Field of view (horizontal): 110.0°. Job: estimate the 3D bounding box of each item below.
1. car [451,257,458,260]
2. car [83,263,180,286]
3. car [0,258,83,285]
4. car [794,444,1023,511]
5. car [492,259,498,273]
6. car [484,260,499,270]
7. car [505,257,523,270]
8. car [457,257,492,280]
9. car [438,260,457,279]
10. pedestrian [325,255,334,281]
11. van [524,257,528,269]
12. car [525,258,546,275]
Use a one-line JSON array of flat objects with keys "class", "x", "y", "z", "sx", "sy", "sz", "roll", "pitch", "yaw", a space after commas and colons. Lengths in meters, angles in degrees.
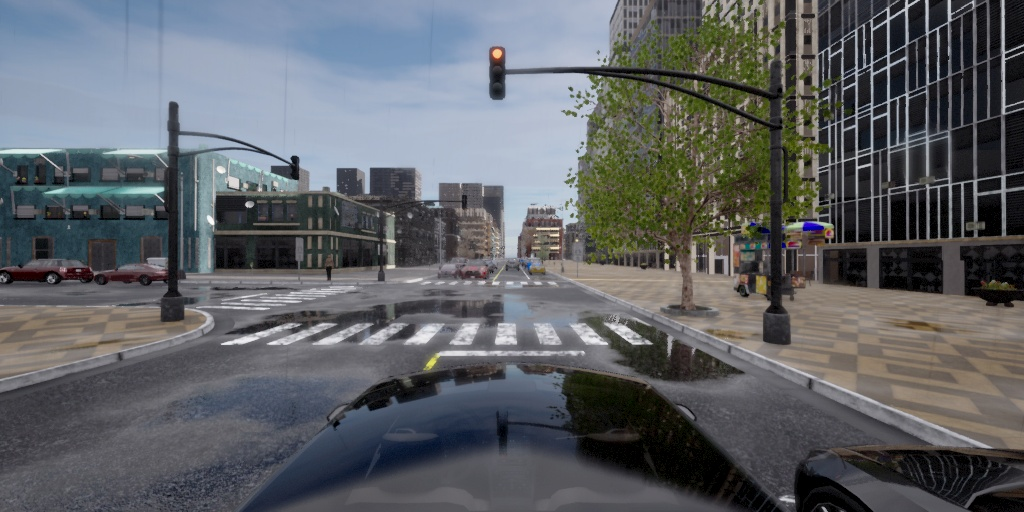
[{"class": "car", "x": -5.692, "y": 1.067, "z": 38.530, "sx": 2.192, "sy": 1.841, "sz": 5.009, "roll": 0, "pitch": 0, "yaw": 0}, {"class": "car", "x": -22.822, "y": 1.090, "z": 21.892, "sx": 4.207, "sy": 1.307, "sz": 1.802, "roll": 0, "pitch": 0, "yaw": -1}, {"class": "car", "x": -28.370, "y": 0.879, "z": 21.814, "sx": 4.097, "sy": 1.591, "sz": 1.967, "roll": 0, "pitch": 0, "yaw": -1}, {"class": "car", "x": 2.691, "y": 1.316, "z": 0.504, "sx": 1.948, "sy": 1.339, "sz": 4.313, "roll": 0, "pitch": 0, "yaw": 0}, {"class": "car", "x": -3.088, "y": 1.245, "z": 42.304, "sx": 2.128, "sy": 1.511, "sz": 4.902, "roll": 0, "pitch": 0, "yaw": 0}, {"class": "car", "x": -3.071, "y": 1.302, "z": 54.539, "sx": 2.033, "sy": 1.411, "sz": 5.357, "roll": 0, "pitch": 0, "yaw": 0}, {"class": "car", "x": 0.095, "y": 1.245, "z": 51.530, "sx": 2.128, "sy": 1.511, "sz": 4.902, "roll": 0, "pitch": 0, "yaw": 0}, {"class": "car", "x": -3.095, "y": 1.103, "z": 30.614, "sx": 2.097, "sy": 1.767, "sz": 4.553, "roll": 0, "pitch": 0, "yaw": 0}, {"class": "car", "x": -5.691, "y": 1.334, "z": 32.979, "sx": 1.802, "sy": 1.307, "sz": 4.207, "roll": 0, "pitch": 0, "yaw": 0}, {"class": "pedestrian", "x": -12.751, "y": 0.788, "z": 24.984, "sx": 0.375, "sy": 1.860, "sz": 0.375, "roll": 0, "pitch": -1, "yaw": -1}, {"class": "van", "x": 2.688, "y": 1.094, "z": 44.085, "sx": 1.690, "sy": 1.789, "sz": 3.998, "roll": 0, "pitch": 0, "yaw": 0}, {"class": "car", "x": 2.689, "y": 1.278, "z": 38.703, "sx": 1.751, "sy": 1.417, "sz": 4.829, "roll": 0, "pitch": 0, "yaw": 0}]
